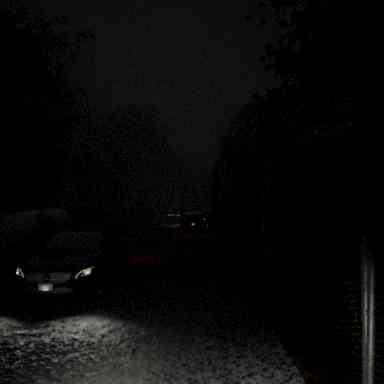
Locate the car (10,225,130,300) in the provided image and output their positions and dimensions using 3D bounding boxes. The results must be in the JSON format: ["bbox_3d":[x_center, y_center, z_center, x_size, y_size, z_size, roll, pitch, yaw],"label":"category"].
[{"bbox_3d":[-2.853,1.640,8.819,1.812,1.442,4.674,0,-1,0],"label":"car"}]

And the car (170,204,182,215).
[{"bbox_3d":[-2.249,2.618,50.695,1.882,1.535,5.008,0,-2,4],"label":"car"}]

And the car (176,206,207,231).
[{"bbox_3d":[0.074,1.907,23.275,1.812,1.442,4.674,0,-1,0],"label":"car"}]

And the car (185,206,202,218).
[{"bbox_3d":[0.276,2.431,41.694,1.994,1.385,4.181,0,-2,2],"label":"car"}]
